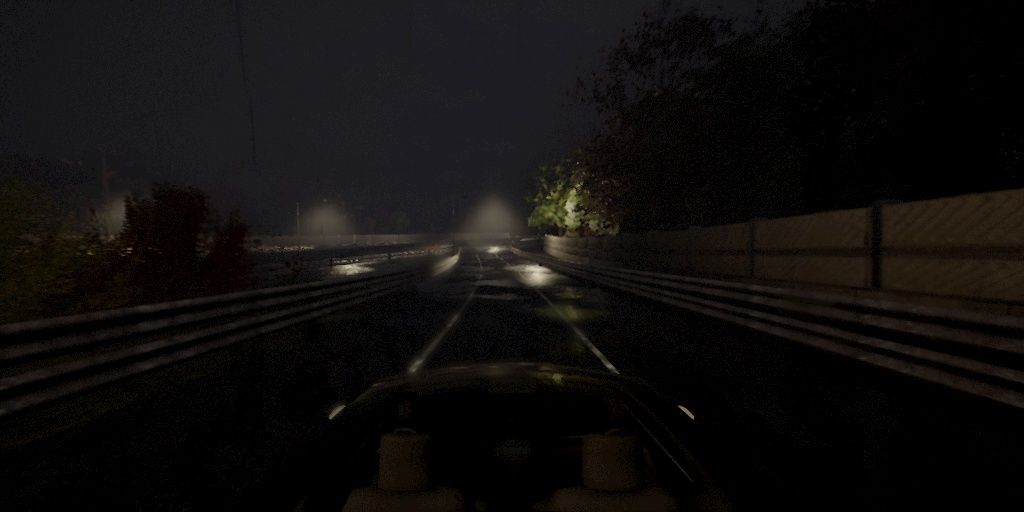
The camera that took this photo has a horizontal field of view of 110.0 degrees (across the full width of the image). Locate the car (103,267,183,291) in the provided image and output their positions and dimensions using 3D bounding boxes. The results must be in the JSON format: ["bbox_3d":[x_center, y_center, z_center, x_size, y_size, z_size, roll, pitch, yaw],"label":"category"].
[{"bbox_3d":[-28.634,1.605,28.687,2.097,1.767,4.553,1,4,18],"label":"car"}]

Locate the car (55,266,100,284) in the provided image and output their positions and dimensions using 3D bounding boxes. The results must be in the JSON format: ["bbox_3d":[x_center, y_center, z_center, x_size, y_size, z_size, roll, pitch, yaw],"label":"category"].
[{"bbox_3d":[-35.314,1.630,30.783,1.882,1.535,5.008,1,4,18],"label":"car"}]

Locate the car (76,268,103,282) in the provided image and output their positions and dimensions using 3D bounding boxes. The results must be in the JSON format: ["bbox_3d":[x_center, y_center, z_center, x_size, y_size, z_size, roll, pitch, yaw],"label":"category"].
[{"bbox_3d":[-31.959,1.799,29.801,1.895,1.301,4.718,1,4,18],"label":"car"}]

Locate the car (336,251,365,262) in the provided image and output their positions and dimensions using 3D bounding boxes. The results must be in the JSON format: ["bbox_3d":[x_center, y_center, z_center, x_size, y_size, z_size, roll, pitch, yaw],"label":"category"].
[{"bbox_3d":[-23.996,-0.004,53.632,1.837,1.490,4.892,1,4,19],"label":"car"}]
